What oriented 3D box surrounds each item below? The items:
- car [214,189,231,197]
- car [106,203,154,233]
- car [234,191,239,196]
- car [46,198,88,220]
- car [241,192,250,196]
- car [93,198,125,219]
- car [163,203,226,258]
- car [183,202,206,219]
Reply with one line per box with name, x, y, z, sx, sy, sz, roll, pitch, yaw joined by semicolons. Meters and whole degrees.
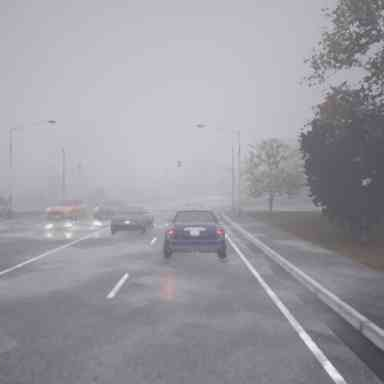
car;9.093;0.187;93.959;2.150;2.045;5.566;0;3;28
car;-3.386;1.563;19.500;1.994;1.385;4.181;0;0;0
car;13.026;0.365;93.827;1.812;1.442;4.674;0;3;30
car;-10.433;1.375;27.982;2.097;1.767;4.553;0;0;2
car;15.914;0.365;91.822;2.128;1.511;4.902;0;3;30
car;-6.910;1.378;28.774;2.097;1.767;4.553;0;0;2
car;0.095;1.342;12.843;2.097;1.767;4.553;0;0;0
car;0.297;1.631;30.147;1.895;1.301;4.718;0;0;2
